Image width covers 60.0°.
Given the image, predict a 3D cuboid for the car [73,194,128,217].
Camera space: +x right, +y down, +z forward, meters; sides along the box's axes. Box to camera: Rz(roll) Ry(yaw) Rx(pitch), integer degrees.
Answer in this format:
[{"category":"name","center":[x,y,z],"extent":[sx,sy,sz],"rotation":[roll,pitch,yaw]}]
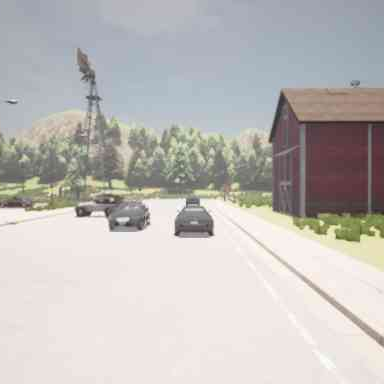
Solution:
[{"category":"car","center":[-7.572,1.087,27.380],"extent":[3.866,1.878,1.905],"rotation":[0,0,1]}]

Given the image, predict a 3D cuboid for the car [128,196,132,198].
[{"category":"car","center":[-8.060,1.169,40.866],"extent":[4.193,1.474,1.816],"rotation":[0,0,1]}]

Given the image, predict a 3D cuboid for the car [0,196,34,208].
[{"category":"car","center":[-20.932,1.193,39.750],"extent":[3.905,1.438,1.784],"rotation":[0,0,1]}]

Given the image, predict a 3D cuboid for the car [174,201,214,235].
[{"category":"car","center":[0.104,1.417,17.764],"extent":[1.994,1.385,4.181],"rotation":[0,0,0]}]

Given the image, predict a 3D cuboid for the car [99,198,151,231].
[{"category":"car","center":[-3.554,1.332,19.539],"extent":[2.128,1.511,4.902],"rotation":[0,0,0]}]

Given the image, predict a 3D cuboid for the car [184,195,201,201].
[{"category":"car","center":[0.108,1.150,43.149],"extent":[1.837,1.490,4.892],"rotation":[0,0,0]}]
